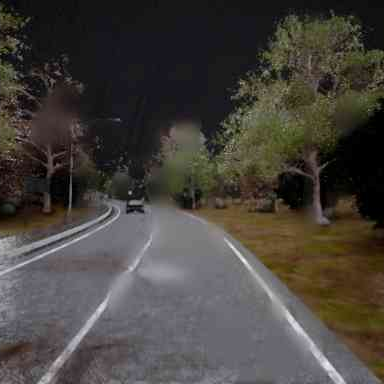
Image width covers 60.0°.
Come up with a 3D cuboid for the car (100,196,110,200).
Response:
[{"bbox_3d":[-19.366,1.265,73.952,2.128,1.511,4.902,2,-1,-25],"label":"car"}]

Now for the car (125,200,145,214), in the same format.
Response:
[{"bbox_3d":[-5.936,1.532,34.813,2.033,1.411,5.357,1,0,-10],"label":"car"}]
